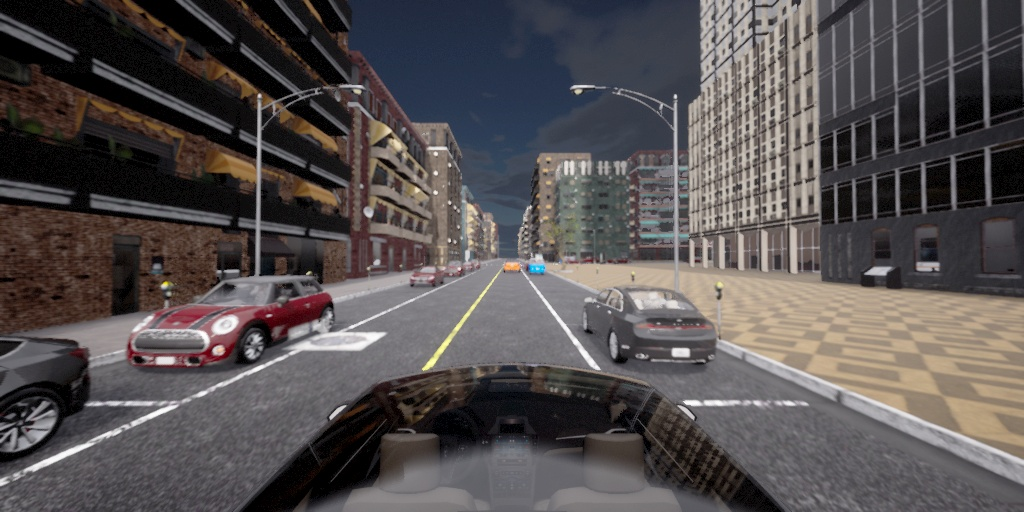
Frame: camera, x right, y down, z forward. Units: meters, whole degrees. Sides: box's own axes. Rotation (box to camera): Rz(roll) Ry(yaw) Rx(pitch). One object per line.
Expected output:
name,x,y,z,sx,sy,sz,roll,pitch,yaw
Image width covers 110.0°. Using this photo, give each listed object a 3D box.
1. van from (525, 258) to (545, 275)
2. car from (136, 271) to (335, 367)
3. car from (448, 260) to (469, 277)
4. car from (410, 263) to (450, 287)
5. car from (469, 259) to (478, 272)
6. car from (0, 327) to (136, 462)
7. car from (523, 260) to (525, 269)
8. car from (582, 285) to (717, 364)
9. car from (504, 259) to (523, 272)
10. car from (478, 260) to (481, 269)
van,2.646,1.117,39.135,1.690,1.789,3.998,0,0,0
car,-5.700,1.193,7.883,1.967,1.591,4.097,0,0,0
car,-5.760,1.213,35.731,1.967,1.591,4.097,0,0,0
car,-5.733,1.347,24.592,1.802,1.307,4.207,0,0,0
car,-5.857,1.364,46.870,1.802,1.307,4.207,0,0,0
car,-5.689,1.316,2.313,1.948,1.339,4.313,0,0,0
car,2.686,1.328,47.596,1.888,1.381,4.507,0,0,0
car,2.681,1.304,7.898,2.007,1.370,4.403,0,0,0
car,0.015,1.134,45.710,2.097,1.767,4.553,0,0,0
car,-5.925,1.228,55.774,1.967,1.591,4.097,0,0,0
